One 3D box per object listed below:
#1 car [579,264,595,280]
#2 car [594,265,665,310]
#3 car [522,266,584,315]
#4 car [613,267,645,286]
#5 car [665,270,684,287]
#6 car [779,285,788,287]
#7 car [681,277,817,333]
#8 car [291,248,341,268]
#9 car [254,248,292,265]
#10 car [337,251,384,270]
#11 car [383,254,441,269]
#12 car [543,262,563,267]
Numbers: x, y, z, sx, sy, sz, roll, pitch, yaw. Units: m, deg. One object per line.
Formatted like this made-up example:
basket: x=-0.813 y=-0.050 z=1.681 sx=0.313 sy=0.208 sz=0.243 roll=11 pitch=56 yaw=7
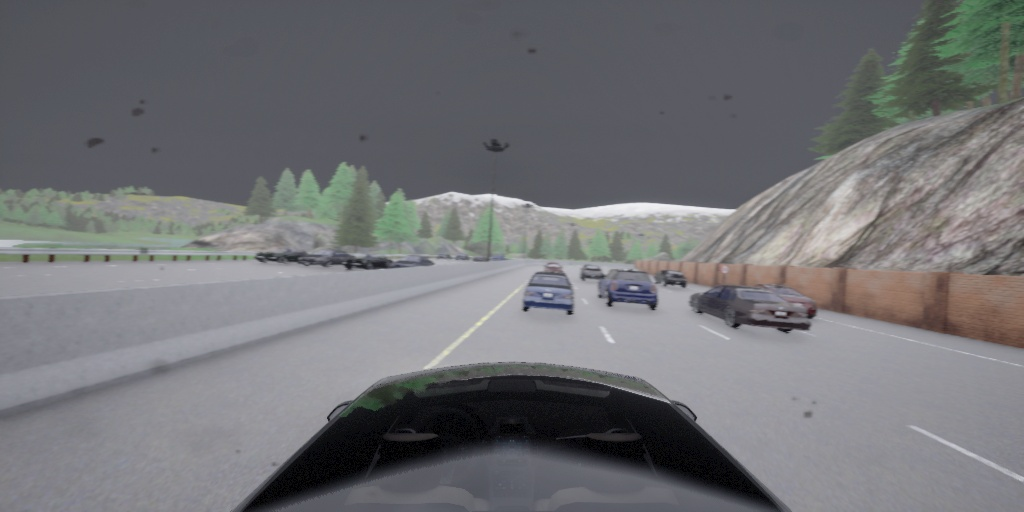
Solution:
car: x=7.322 y=1.550 z=33.331 sx=2.128 sy=1.511 sz=4.902 roll=4 pitch=0 yaw=7
car: x=5.362 y=1.370 z=17.101 sx=2.097 sy=1.767 sz=4.553 roll=4 pitch=0 yaw=7
car: x=1.471 y=1.325 z=14.129 sx=2.033 sy=1.411 sz=5.357 roll=4 pitch=0 yaw=7
car: x=10.848 y=1.856 z=33.441 sx=1.994 sy=1.385 sz=4.181 roll=4 pitch=0 yaw=7
car: x=14.268 y=2.028 z=32.598 sx=1.837 sy=1.490 sz=4.892 roll=4 pitch=0 yaw=7
car: x=12.410 y=2.048 z=17.310 sx=1.994 sy=1.385 sz=4.181 roll=4 pitch=0 yaw=7
car: x=8.404 y=1.789 z=13.279 sx=2.033 sy=1.411 sz=5.357 roll=4 pitch=0 yaw=7
car: x=-14.551 y=0.183 z=28.686 sx=2.033 sy=1.411 sz=5.357 roll=4 pitch=0 yaw=7
car: x=-18.055 y=0.003 z=28.815 sx=1.895 sy=1.301 sz=4.718 roll=4 pitch=0 yaw=7
car: x=-11.116 y=0.468 z=28.020 sx=1.895 sy=1.301 sz=4.718 roll=4 pitch=0 yaw=7
car: x=-7.603 y=0.647 z=27.961 sx=2.033 sy=1.411 sz=5.357 roll=4 pitch=0 yaw=7
car: x=3.974 y=1.355 z=34.748 sx=1.812 sy=1.442 sz=4.674 roll=4 pitch=0 yaw=7
